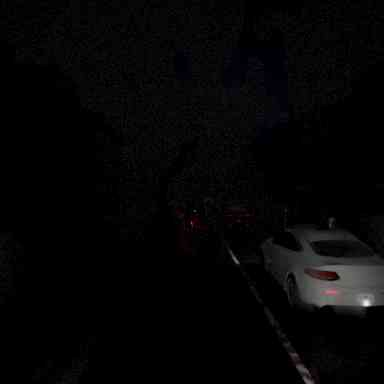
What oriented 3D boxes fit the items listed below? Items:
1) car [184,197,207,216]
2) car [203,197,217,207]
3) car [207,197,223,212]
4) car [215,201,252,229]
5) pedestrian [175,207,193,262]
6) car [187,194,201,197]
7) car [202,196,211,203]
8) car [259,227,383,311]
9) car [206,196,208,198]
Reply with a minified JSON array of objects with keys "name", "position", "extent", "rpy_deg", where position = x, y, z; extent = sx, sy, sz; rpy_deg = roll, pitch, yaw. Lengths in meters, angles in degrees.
[{"name":"car","position":[0.275,1.497,32.483],"extent":[1.837,1.490,4.892],"rpy_deg":[0,-1,1]},{"name":"car","position":[2.932,1.570,53.990],"extent":[2.008,1.369,4.403],"rpy_deg":[-1,0,0]},{"name":"car","position":[2.840,1.565,37.771],"extent":[1.947,1.339,4.313],"rpy_deg":[-1,0,0]},{"name":"car","position":[2.748,1.537,21.552],"extent":[1.887,1.381,4.507],"rpy_deg":[-1,0,0]},{"name":"pedestrian","position":[-0.264,1.288,10.469],"extent":[0.375,1.860,0.375],"rpy_deg":[-1,1,0]},{"name":"car","position":[0.327,1.227,44.403],"extent":[2.150,2.045,5.566],"rpy_deg":[0,0,2]},{"name":"car","position":[3.025,1.595,70.210],"extent":[1.887,1.381,4.507],"rpy_deg":[-1,0,0]},{"name":"car","position":[2.791,1.522,7.626],"extent":[1.812,1.442,4.674],"rpy_deg":[0,0,0]},{"name":"car","position":[2.871,1.555,43.178],"extent":[2.008,1.369,4.403],"rpy_deg":[-1,0,0]}]
